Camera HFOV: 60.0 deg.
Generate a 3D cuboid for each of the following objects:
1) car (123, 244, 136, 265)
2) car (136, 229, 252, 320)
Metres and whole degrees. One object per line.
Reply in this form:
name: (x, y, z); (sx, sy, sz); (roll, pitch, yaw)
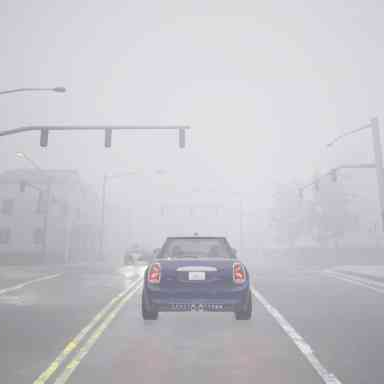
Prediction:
car: (-3.640, 4.487, 23.937); (2.128, 1.511, 4.902); (0, -11, 0)
car: (0.086, 1.807, 8.232); (2.097, 1.767, 4.553); (0, -7, 0)
